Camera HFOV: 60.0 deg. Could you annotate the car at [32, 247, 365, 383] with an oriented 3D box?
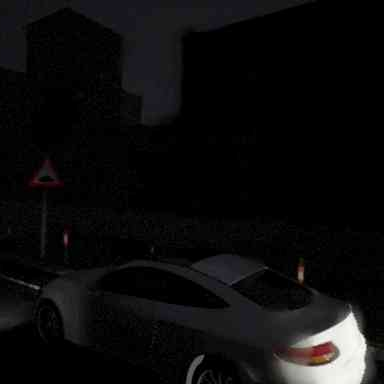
[{"bbox_3d":[-0.271,1.519,4.554,4.674,1.442,1.812,0,0,36],"label":"car"}]
